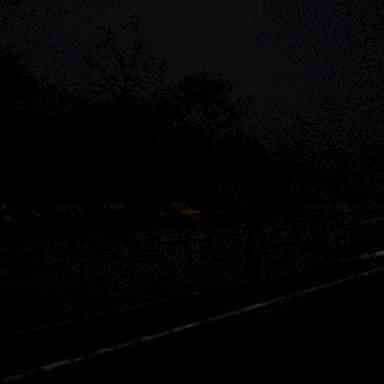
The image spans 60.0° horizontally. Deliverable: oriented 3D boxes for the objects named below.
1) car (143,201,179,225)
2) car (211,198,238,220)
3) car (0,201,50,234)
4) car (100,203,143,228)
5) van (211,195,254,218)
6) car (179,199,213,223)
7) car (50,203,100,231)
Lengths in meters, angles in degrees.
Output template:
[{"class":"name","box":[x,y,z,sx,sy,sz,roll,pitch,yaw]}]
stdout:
[{"class":"car","box":[-3.379,1.527,24.348,2.163,1.488,4.792,0,0,-36]},{"class":"car","box":[1.139,1.521,27.576,2.163,1.488,4.792,0,0,-36]},{"class":"car","box":[-10.155,1.383,19.511,2.185,1.767,4.553,0,0,-36]},{"class":"car","box":[-5.616,1.502,22.707,2.231,1.521,4.892,0,0,-36]},{"class":"van","box":[3.480,1.263,29.069,1.878,1.987,4.442,0,0,-36]},{"class":"car","box":[-0.996,1.492,25.786,1.946,1.575,5.366,0,0,-36]},{"class":"car","box":[-7.881,1.505,21.104,2.097,1.535,5.008,0,0,-36]}]
